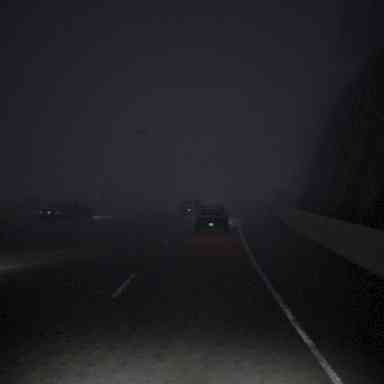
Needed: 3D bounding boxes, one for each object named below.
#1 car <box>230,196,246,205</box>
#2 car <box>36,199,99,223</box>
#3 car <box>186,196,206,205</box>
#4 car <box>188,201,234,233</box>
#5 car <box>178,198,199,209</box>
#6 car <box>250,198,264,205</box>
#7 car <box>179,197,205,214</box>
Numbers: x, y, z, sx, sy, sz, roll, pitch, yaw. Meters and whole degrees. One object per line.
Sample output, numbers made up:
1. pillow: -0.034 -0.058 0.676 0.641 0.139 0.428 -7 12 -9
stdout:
1. car: 8.700 1.498 62.936 2.097 1.767 4.553 1 0 22
2. car: -9.084 1.442 24.660 2.033 1.411 5.357 1 0 11
3. car: 0.819 1.591 62.980 2.033 1.411 5.357 1 0 23
4. car: 1.295 1.519 20.024 2.128 1.511 4.902 1 0 7
5. car: -0.434 1.545 47.636 1.812 1.442 4.674 0 0 17
6. car: 12.314 1.757 62.596 1.994 1.385 4.181 1 0 23
7. car: 0.241 1.526 35.268 1.837 1.490 4.892 0 0 12
